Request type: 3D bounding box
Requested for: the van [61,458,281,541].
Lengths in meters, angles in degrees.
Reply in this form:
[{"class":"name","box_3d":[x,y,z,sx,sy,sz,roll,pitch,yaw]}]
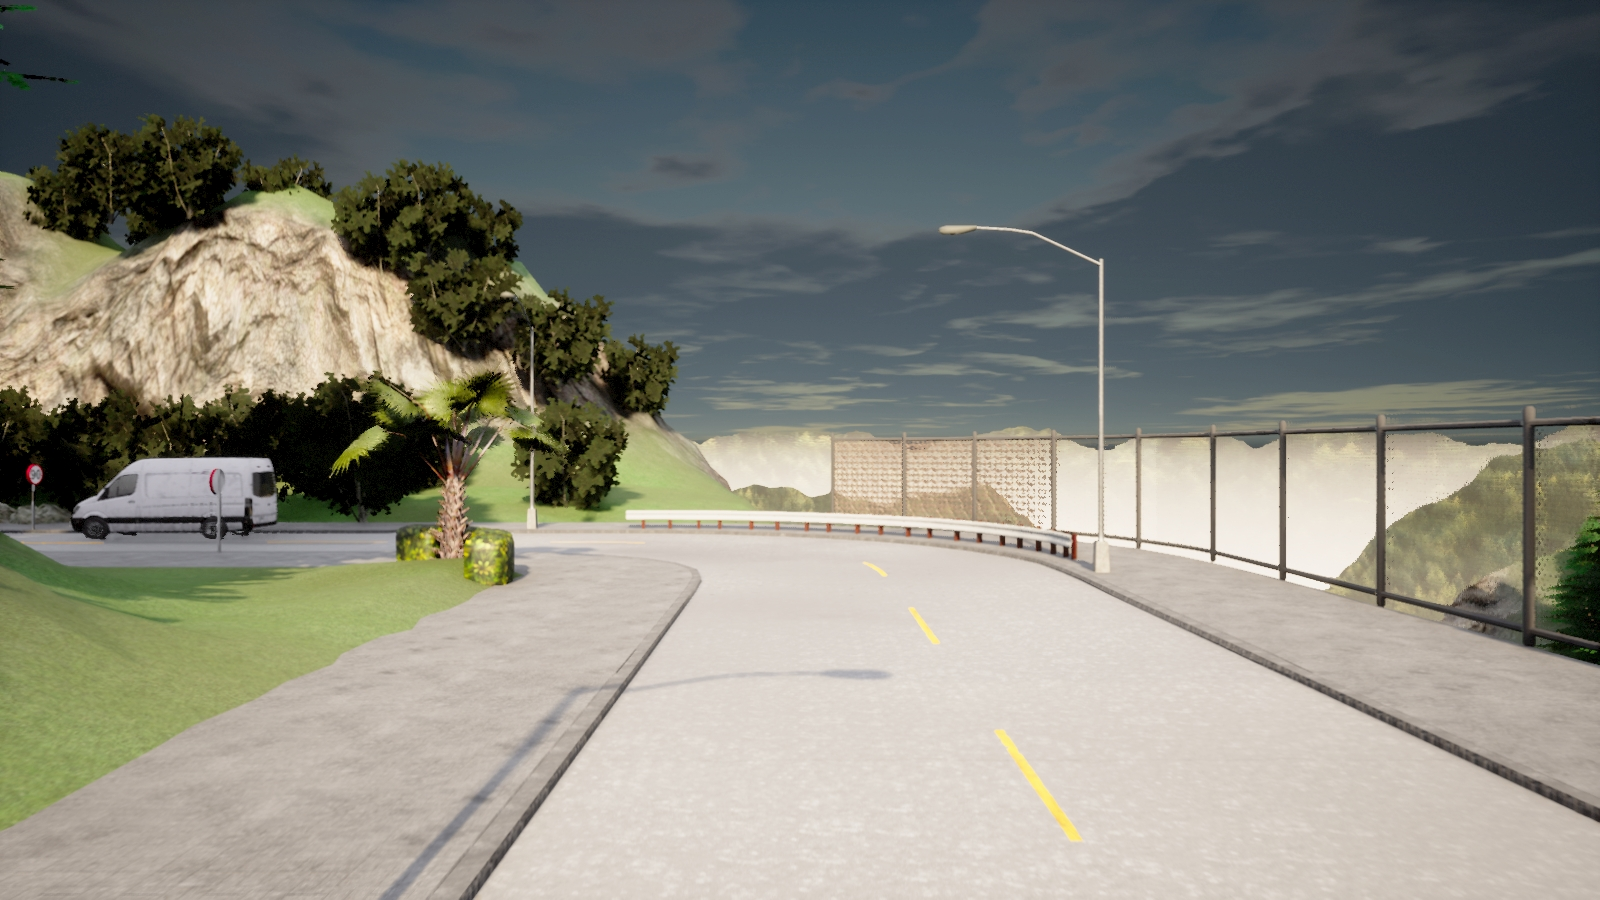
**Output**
[{"class":"van","box_3d":[-19.936,1.532,36.401,5.915,2.561,1.988,0,0,0]}]
